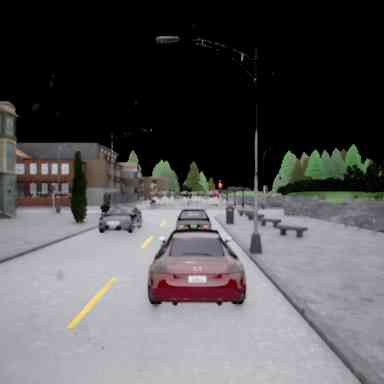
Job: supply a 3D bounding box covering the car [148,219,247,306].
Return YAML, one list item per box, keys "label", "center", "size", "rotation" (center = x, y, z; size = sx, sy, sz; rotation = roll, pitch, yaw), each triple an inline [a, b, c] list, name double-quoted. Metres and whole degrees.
- label: "car"
  center: [0.088, 1.585, 8.147]
  size: [1.994, 1.385, 4.181]
  rotation: [0, 0, 0]

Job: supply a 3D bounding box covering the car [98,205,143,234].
- label: "car"
  center: [-4.099, 1.545, 19.709]
  size: [2.128, 1.511, 4.902]
  rotation: [0, 0, 0]

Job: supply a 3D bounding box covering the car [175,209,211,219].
- label: "car"
  center: [0.070, 1.594, 17.456]
  size: [2.033, 1.411, 5.357]
  rotation: [0, 0, 0]
